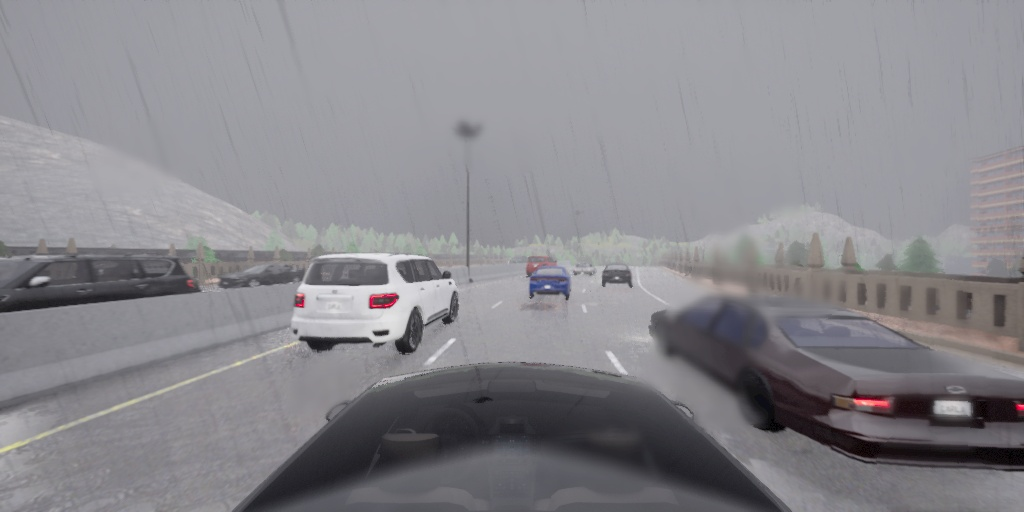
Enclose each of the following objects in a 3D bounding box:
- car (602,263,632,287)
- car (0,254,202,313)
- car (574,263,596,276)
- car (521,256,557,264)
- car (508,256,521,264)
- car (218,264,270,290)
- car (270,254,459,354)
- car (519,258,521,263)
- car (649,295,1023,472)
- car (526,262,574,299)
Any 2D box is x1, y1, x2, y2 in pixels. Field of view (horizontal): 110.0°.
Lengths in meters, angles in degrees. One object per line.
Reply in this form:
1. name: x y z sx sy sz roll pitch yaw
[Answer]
1. car: 7.362 1.254 25.147 1.882 1.535 5.008 0 0 16
2. car: -10.221 0.964 7.888 2.150 2.045 5.566 0 0 5
3. car: 7.634 1.387 37.295 1.895 1.301 4.718 0 0 19
4. car: 2.960 1.000 34.387 2.150 2.045 5.566 0 0 18
5. car: 1.197 1.025 62.135 2.150 2.045 5.566 0 0 19
6. car: -15.200 1.226 22.120 1.882 1.535 5.008 0 0 12
7. car: -2.921 0.973 9.004 2.150 2.045 5.566 0 0 5
8. car: 3.131 1.303 57.055 1.837 1.490 4.892 0 0 19
9. car: 3.782 1.305 5.453 2.033 1.411 5.357 0 0 4
10. car: 2.071 1.243 18.482 1.882 1.535 5.008 0 0 11
